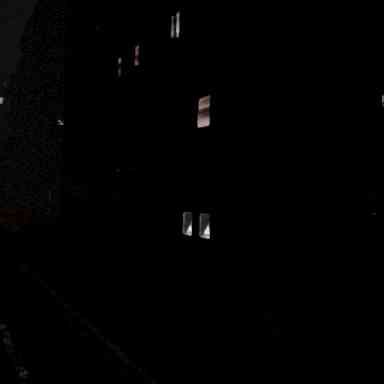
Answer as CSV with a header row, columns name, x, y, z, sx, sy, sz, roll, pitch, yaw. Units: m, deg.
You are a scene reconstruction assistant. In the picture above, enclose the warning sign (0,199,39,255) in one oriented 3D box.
name,x,y,z,sx,sy,sz,roll,pitch,yaw
warning sign,-6.284,1.182,11.811,1.300,1.860,1.060,2,-1,-37
